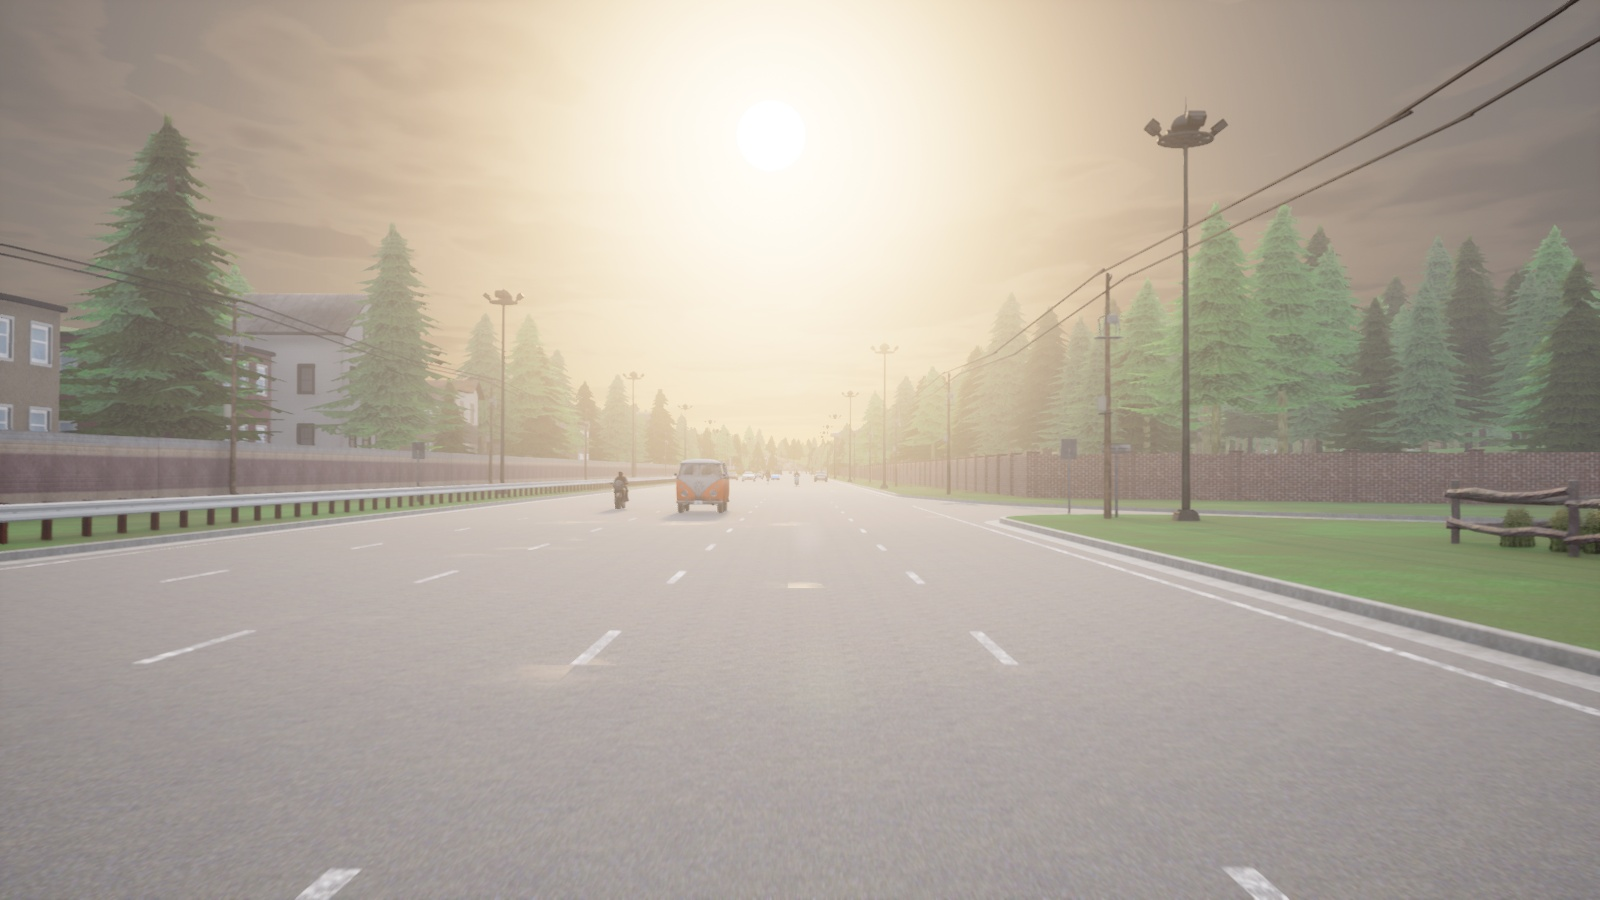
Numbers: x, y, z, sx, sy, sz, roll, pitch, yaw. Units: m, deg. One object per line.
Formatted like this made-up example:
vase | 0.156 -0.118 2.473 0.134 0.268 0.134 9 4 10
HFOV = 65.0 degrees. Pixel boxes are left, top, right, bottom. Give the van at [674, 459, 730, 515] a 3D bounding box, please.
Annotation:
van | -3.614 1.370 46.957 1.775 1.987 4.442 0 -1 0

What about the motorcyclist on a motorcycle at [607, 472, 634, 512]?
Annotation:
motorcyclist on a motorcycle | -7.120 1.660 49.870 0.797 1.523 2.044 0 -1 0
